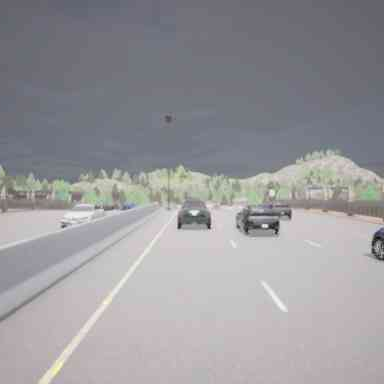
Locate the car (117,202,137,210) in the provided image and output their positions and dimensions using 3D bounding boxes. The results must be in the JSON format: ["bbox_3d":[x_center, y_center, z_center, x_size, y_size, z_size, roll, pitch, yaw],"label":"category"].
[{"bbox_3d":[-10.398,2.326,54.923,1.882,1.535,5.008,0,-5,0],"label":"car"}]

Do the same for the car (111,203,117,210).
[{"bbox_3d":[-13.888,2.575,57.600,1.882,1.535,5.008,0,-6,0],"label":"car"}]

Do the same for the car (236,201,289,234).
[{"bbox_3d":[3.636,1.479,18.984,2.128,1.511,4.902,0,0,0],"label":"car"}]

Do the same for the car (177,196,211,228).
[{"bbox_3d":[0.142,1.335,22.182,2.097,1.767,4.553,0,0,0],"label":"car"}]

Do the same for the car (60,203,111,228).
[{"bbox_3d":[-7.043,1.506,22.000,1.812,1.442,4.674,0,0,0],"label":"car"}]

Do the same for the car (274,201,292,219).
[{"bbox_3d":[7.155,1.474,28.635,2.128,1.511,4.902,0,0,0],"label":"car"}]

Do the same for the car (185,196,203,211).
[{"bbox_3d":[0.180,1.418,41.061,2.097,1.767,4.553,0,-2,0],"label":"car"}]

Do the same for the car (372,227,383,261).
[{"bbox_3d":[7.123,1.348,9.401,2.097,1.767,4.553,0,0,0],"label":"car"}]
